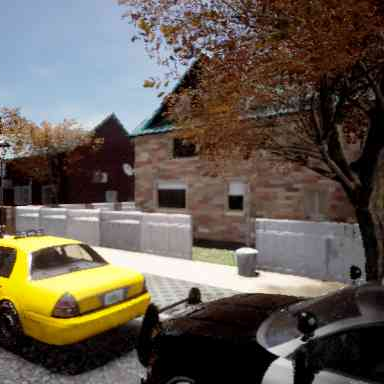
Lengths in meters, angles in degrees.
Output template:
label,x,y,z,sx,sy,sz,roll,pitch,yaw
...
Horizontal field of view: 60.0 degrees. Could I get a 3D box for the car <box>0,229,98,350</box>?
label,x,y,z,sx,sy,sz,roll,pitch,yaw
car,-3.195,1.478,6.257,5.366,1.575,1.801,0,0,36

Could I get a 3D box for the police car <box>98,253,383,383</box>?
label,x,y,z,sx,sy,sz,roll,pitch,yaw
police car,1.741,1.440,2.708,5.238,1.638,1.930,0,0,36
